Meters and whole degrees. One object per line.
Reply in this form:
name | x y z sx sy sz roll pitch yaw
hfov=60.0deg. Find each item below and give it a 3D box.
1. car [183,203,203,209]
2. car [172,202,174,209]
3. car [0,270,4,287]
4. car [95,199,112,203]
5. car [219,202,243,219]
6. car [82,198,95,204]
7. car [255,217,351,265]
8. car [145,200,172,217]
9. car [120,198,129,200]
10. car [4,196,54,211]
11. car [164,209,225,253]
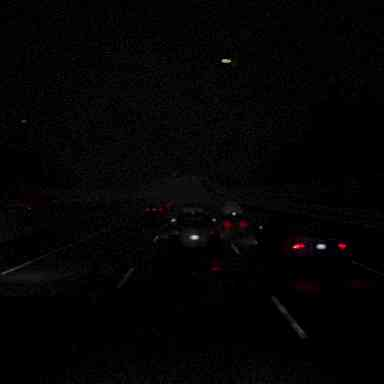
car | 0.067 1.728 31.969 1.895 1.301 4.718 0 0 0
car | -3.524 1.782 45.550 1.994 1.385 4.181 0 0 1
car | -4.553 1.465 4.241 1.801 1.575 5.366 0 0 0
car | -17.571 1.999 67.863 1.895 1.301 4.718 0 -1 0
car | 3.570 1.645 30.544 1.812 1.442 4.674 0 0 0
car | -21.072 1.925 68.723 1.812 1.442 4.674 0 -1 0
car | 3.589 1.580 11.754 2.033 1.411 5.357 0 0 0
car | -3.456 1.682 33.044 2.033 1.411 5.357 0 0 0
car | -14.073 1.947 69.981 1.994 1.385 4.181 0 -1 0
car | -14.128 1.338 29.299 2.150 2.045 5.566 0 0 0
car | 0.086 1.605 13.882 1.994 1.385 4.181 0 0 0
